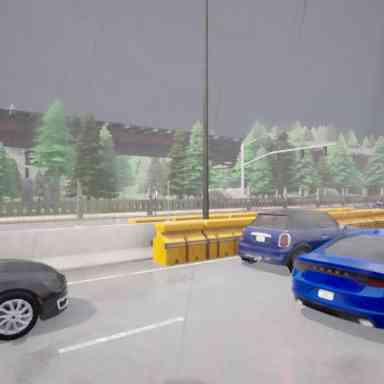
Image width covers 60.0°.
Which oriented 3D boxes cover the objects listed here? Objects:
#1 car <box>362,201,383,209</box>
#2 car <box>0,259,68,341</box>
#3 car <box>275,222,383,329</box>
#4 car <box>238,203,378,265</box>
[{"bbox_3d":[14.383,1.492,26.693,4.902,1.511,2.128,0,-1,-21],"label":"car"},{"bbox_3d":[-4.412,1.504,4.898,4.892,1.490,1.837,0,0,-36],"label":"car"},{"bbox_3d":[4.125,1.478,6.696,5.008,1.535,1.882,0,0,-36],"label":"car"},{"bbox_3d":[3.677,1.351,10.677,4.553,1.767,2.097,0,0,-36],"label":"car"}]
